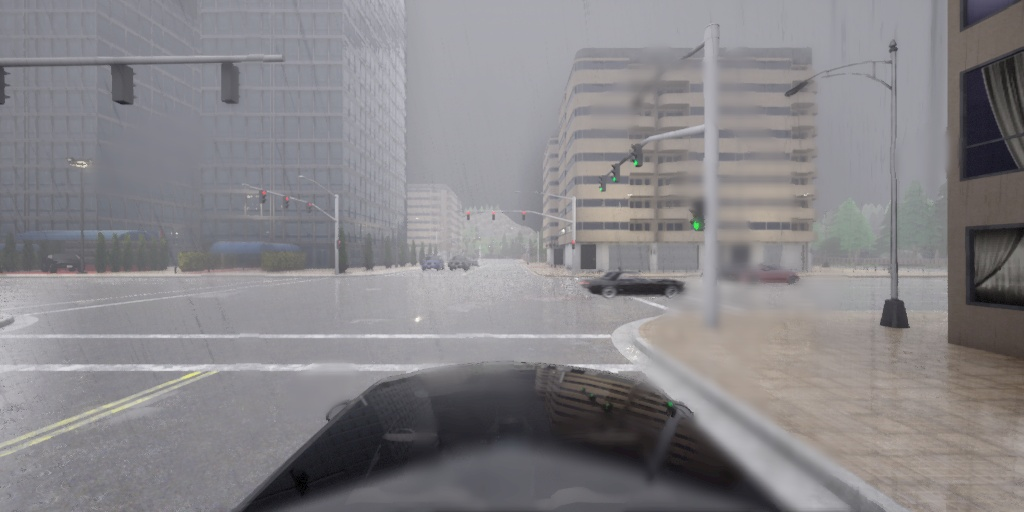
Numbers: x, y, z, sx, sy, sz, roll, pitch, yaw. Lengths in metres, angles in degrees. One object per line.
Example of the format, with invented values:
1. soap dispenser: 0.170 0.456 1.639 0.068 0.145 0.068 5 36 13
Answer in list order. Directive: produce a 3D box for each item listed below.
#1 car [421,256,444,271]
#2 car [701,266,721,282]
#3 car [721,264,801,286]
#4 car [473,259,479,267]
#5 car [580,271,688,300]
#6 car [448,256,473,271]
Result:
1. car: -10.574 0.966 48.269 2.150 2.045 5.566 0 0 0
2. car: 17.079 1.311 27.924 4.181 1.385 1.994 0 0 -1
3. car: 17.081 1.311 24.424 4.181 1.385 1.994 0 0 -1
4. car: -7.035 1.307 64.120 1.994 1.385 4.181 0 0 1
5. car: 5.768 1.374 17.216 4.718 1.301 1.895 0 0 -1
6. car: -7.074 0.967 48.590 2.150 2.045 5.566 0 0 0
